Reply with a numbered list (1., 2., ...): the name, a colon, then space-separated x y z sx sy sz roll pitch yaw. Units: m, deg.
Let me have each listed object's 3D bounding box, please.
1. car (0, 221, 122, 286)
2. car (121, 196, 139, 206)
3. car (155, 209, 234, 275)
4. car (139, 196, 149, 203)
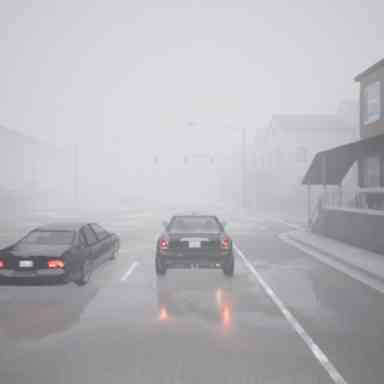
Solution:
1. car: -3.424 1.540 9.390 2.033 1.411 5.357 0 0 0
2. car: -10.561 1.448 55.470 1.882 1.535 5.008 0 0 0
3. car: 0.080 1.350 10.634 2.097 1.767 4.553 0 0 0
4. car: -10.505 1.488 71.114 1.812 1.442 4.674 0 0 0
